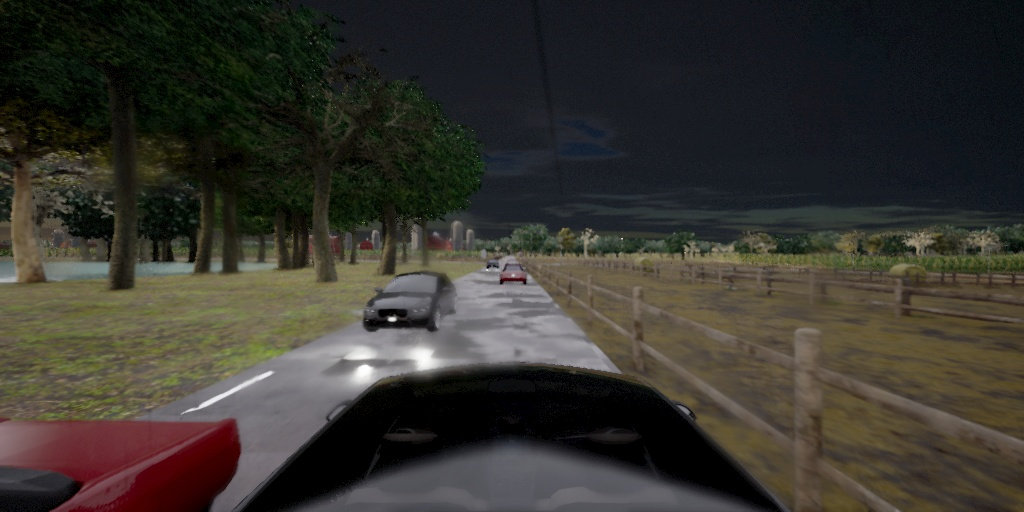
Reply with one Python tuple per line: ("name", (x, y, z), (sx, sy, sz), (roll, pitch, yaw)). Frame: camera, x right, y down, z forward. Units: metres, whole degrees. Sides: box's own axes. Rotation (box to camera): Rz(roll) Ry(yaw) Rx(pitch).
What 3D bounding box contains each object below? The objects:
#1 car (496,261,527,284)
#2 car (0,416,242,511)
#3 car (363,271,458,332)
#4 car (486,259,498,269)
("car", (0.092, 1.284, 26.617), (1.994, 1.385, 4.181), (0, 0, 0))
("car", (-2.853, 1.353, 0.274), (1.895, 1.301, 4.718), (0, 0, 0))
("car", (-2.841, 1.248, 10.948), (1.837, 1.490, 4.892), (0, 0, 0))
("car", (-2.823, 1.211, 53.215), (2.033, 1.411, 5.357), (0, 0, 1))
